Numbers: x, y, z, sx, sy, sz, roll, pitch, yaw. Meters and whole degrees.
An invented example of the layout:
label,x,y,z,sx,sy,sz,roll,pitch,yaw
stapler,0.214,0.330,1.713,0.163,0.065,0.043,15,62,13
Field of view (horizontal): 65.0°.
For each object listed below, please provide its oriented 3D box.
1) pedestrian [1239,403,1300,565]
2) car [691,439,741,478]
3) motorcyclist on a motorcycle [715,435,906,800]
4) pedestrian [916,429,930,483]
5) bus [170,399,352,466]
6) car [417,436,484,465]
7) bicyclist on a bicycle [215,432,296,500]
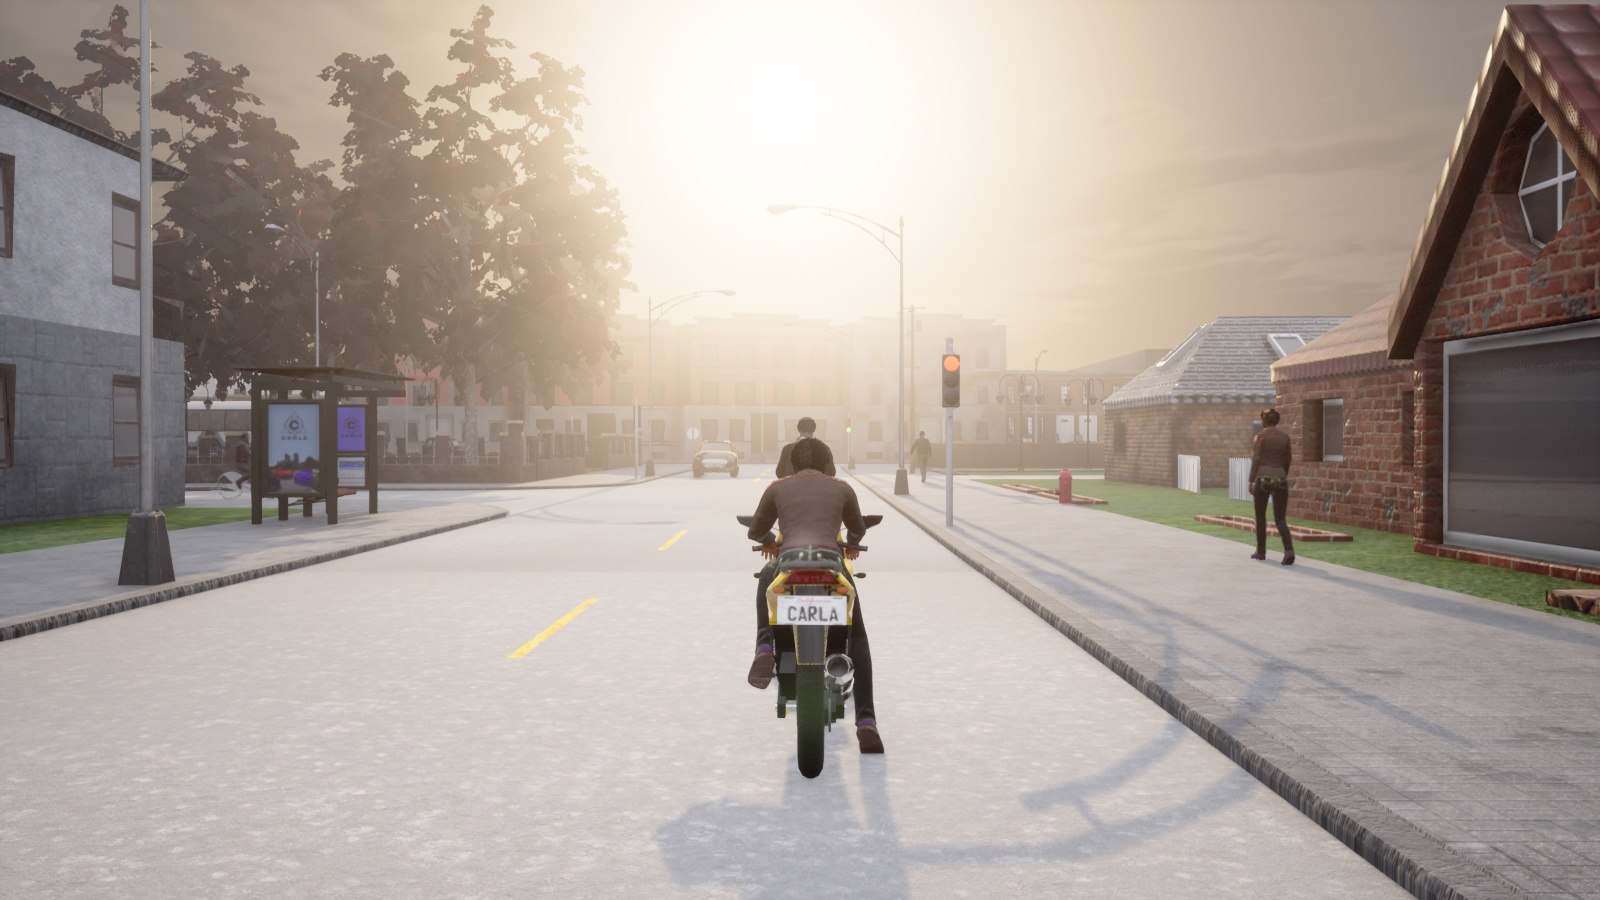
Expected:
label,x,y,z,sx,sy,sz,roll,pitch,yaw
pedestrian,5.406,0.378,14.494,0.328,1.805,0.869,0,0,-4
car,-3.748,0.350,56.532,2.033,1.649,4.856,0,0,-1
motorcyclist on a motorcycle,0.049,0.693,6.256,0.797,1.523,2.044,0,0,0
pedestrian,4.279,0.205,43.743,0.431,1.840,0.703,0,0,0
bus,-35.270,-1.130,82.490,10.273,4.253,3.944,0,0,1
car,-22.915,0.052,82.453,3.866,1.878,1.905,0,0,1
bicyclist on a bicycle,-14.340,0.416,33.100,1.843,1.776,0.659,0,0,0
